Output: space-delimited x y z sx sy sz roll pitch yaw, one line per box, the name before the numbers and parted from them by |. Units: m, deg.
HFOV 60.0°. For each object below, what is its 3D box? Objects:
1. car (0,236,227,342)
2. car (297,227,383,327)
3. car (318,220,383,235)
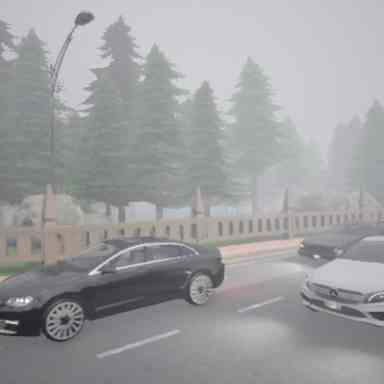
car | -1.450 1.757 7.101 4.902 1.511 2.128 0 -2 -37
car | 4.289 1.658 7.037 4.674 1.442 1.812 0 -2 -35
car | 6.464 1.805 12.793 5.357 1.411 2.033 0 -2 -33
